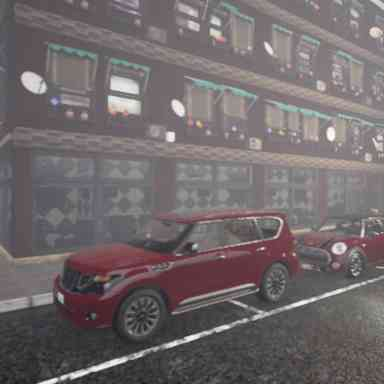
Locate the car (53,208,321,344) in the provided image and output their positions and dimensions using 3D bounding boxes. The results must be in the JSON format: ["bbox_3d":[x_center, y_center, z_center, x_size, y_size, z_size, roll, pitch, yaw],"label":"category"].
[{"bbox_3d":[0.031,1.302,6.581,5.009,1.841,2.192,0,0,-36],"label":"car"}]

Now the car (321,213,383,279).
[{"bbox_3d":[4.617,1.407,9.857,4.097,1.590,1.967,0,0,-36],"label":"car"}]
